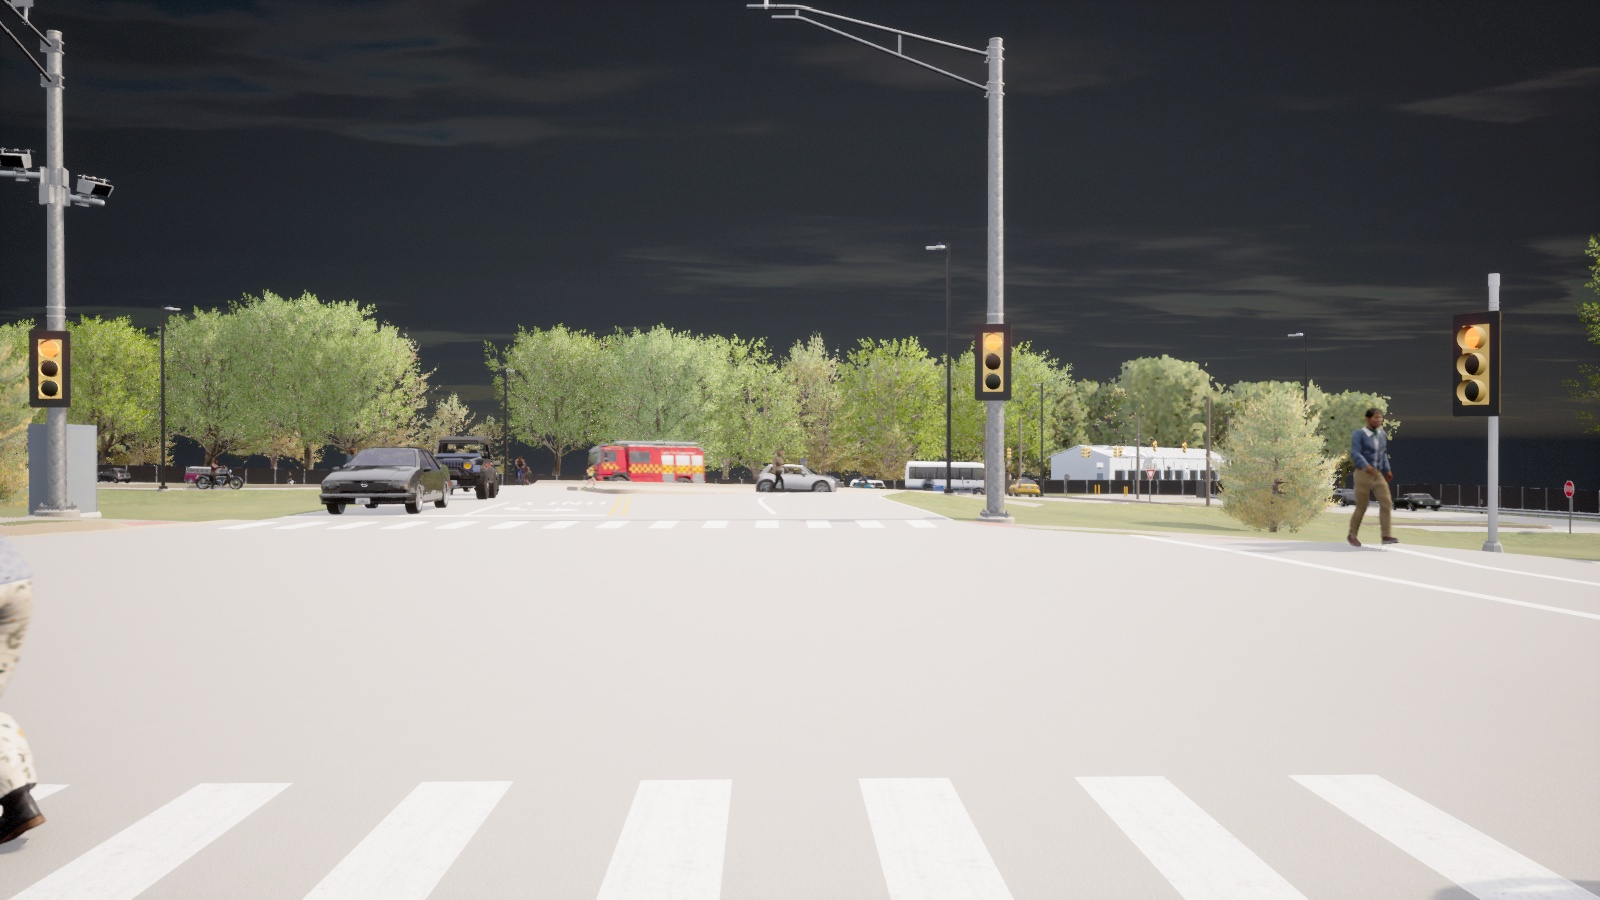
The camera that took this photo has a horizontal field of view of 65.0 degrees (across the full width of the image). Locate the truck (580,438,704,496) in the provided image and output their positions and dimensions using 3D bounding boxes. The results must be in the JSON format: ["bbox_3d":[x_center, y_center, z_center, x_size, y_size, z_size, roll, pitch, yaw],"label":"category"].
[{"bbox_3d":[-11.592,1.314,92.216,8.468,3.827,2.891,1,-8,-28],"label":"truck"}]

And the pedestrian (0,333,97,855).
[{"bbox_3d":[-3.286,0.511,4.598,0.900,1.855,0.874,0,1,5],"label":"pedestrian"}]

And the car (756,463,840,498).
[{"bbox_3d":[-0.130,1.398,58.912,3.806,1.475,1.970,2,0,-2],"label":"car"}]

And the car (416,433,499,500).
[{"bbox_3d":[-10.076,0.492,37.225,1.905,1.878,3.866,0,-1,-8],"label":"car"}]

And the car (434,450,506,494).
[{"bbox_3d":[-12.070,0.813,45.692,2.128,1.511,4.902,0,-1,-19],"label":"car"}]

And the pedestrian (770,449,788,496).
[{"bbox_3d":[-0.812,0.868,49.372,0.634,1.846,0.331,0,1,30],"label":"pedestrian"}]

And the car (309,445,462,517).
[{"bbox_3d":[-8.879,0.613,27.407,2.033,1.411,5.357,0,0,-6],"label":"car"}]

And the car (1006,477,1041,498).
[{"bbox_3d":[17.288,2.925,97.167,1.801,1.575,5.366,2,-2,1],"label":"car"}]

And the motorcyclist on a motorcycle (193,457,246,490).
[{"bbox_3d":[-30.050,1.225,65.022,2.350,1.649,0.766,0,1,-7],"label":"motorcyclist on a motorcycle"}]

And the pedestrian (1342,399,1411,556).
[{"bbox_3d":[7.346,0.334,16.031,0.423,1.949,0.788,0,1,-9],"label":"pedestrian"}]
